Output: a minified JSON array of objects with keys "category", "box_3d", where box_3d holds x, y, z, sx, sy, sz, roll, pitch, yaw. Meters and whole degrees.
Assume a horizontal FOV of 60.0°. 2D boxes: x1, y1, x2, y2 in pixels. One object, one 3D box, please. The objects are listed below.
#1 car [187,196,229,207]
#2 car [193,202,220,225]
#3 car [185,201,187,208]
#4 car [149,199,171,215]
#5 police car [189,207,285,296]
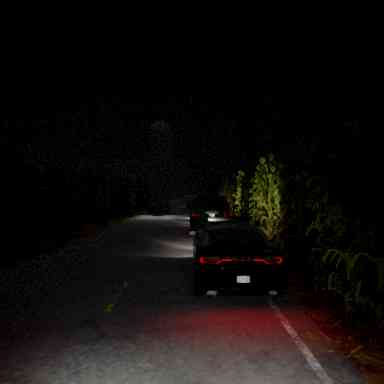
[{"category":"car","box_3d":[0.964,1.221,18.718,2.150,2.045,5.566,0,0,0]},{"category":"car","box_3d":[0.965,1.526,24.688,1.812,1.442,4.674,0,0,0]},{"category":"car","box_3d":[0.025,1.547,46.780,2.033,1.411,5.357,0,0,1]},{"category":"car","box_3d":[-3.193,1.477,33.542,1.882,1.535,5.008,0,0,0]},{"category":"police car","box_3d":[0.961,1.425,8.798,1.930,1.638,5.238,0,0,0]}]
